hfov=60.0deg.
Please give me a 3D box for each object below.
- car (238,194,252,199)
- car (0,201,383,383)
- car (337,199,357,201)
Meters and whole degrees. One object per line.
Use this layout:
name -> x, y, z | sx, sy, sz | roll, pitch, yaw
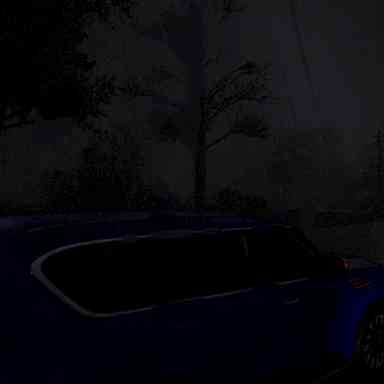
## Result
car -> 9.598, 1.325, 57.838 | 2.150, 2.045, 5.566 | 0, -1, -25
car -> 0.200, 1.221, 3.844 | 5.566, 2.045, 2.150 | 0, 0, -35
car -> 18.727, 1.551, 39.646 | 2.033, 1.411, 5.357 | 0, 0, -28
